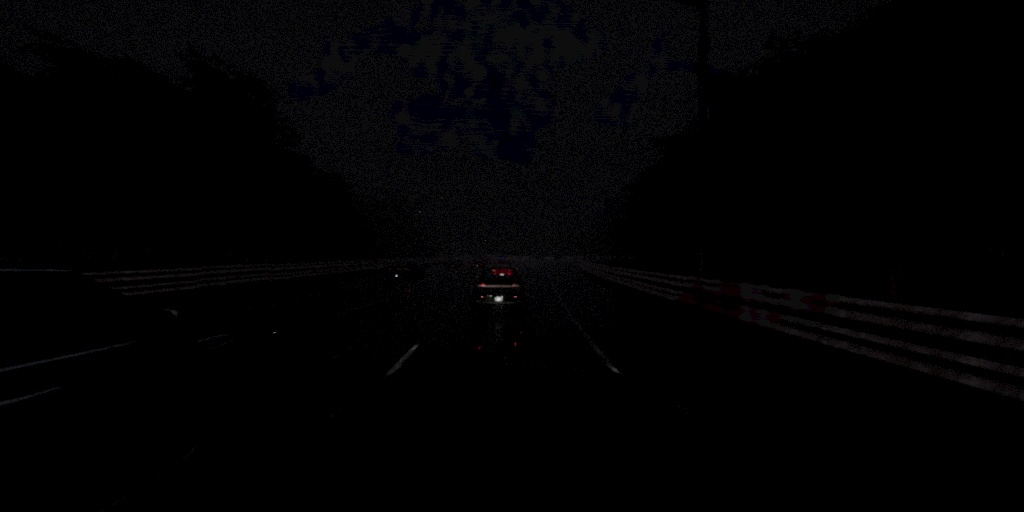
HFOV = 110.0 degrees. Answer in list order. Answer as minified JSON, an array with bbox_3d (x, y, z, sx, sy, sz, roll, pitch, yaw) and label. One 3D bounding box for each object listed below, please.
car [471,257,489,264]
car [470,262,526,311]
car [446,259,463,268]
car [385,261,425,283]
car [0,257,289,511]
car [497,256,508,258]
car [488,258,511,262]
[{"bbox_3d":[-4.498,1.026,48.508,1.812,1.442,4.674,0,0,-1],"label":"car"},{"bbox_3d":[-0.483,1.188,14.155,2.128,1.511,4.902,0,0,-1],"label":"car"},{"bbox_3d":[-8.033,1.069,50.908,1.895,1.301,4.718,0,0,-1],"label":"car"},{"bbox_3d":[-7.621,1.082,26.015,2.128,1.511,4.902,0,0,-1],"label":"car"},{"bbox_3d":[-3.597,0.950,1.767,2.150,2.045,5.566,0,0,-2],"label":"car"},{"bbox_3d":[-1.052,1.097,45.875,1.994,1.385,4.181,0,0,-1],"label":"car"},{"bbox_3d":[-0.737,1.151,27.901,1.812,1.442,4.674,0,0,-1],"label":"car"}]
